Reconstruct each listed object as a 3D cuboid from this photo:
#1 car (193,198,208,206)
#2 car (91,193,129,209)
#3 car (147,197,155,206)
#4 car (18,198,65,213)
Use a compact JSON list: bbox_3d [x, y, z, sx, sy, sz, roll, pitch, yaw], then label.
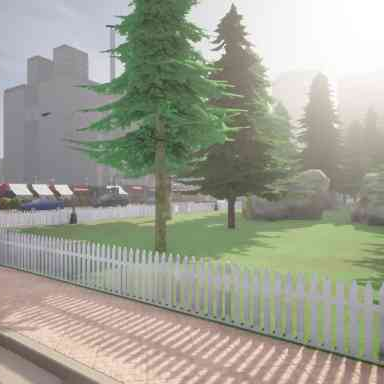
[{"bbox_3d":[2.158,1.601,52.302,1.895,1.301,4.718,0,0,34],"label":"car"},{"bbox_3d":[-11.092,1.221,45.533,2.150,2.045,5.566,0,0,34],"label":"car"},{"bbox_3d":[-5.305,1.352,54.038,2.097,1.767,4.553,0,0,34],"label":"car"},{"bbox_3d":[-16.738,1.478,37.172,1.882,1.535,5.008,0,0,34],"label":"car"}]
